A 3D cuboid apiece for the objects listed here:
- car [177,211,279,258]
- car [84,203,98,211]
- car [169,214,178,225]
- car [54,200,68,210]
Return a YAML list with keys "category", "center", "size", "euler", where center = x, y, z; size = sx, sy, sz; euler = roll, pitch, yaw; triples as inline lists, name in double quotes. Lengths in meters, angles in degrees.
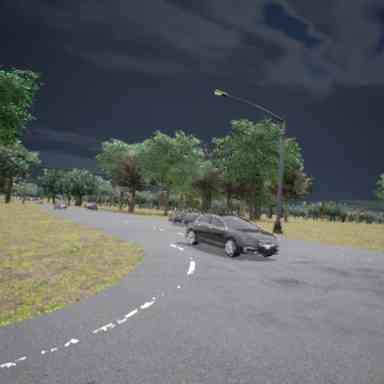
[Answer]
- category: "car"
  center: [1.461, 1.677, 13.698]
  size: [1.837, 1.490, 4.892]
  euler: [6, -3, -30]
- category: "car"
  center: [-19.864, 2.887, 65.332]
  size: [1.812, 1.442, 4.674]
  euler: [6, -4, -29]
- category: "car"
  center: [-0.260, 2.482, 30.818]
  size: [2.033, 1.411, 5.357]
  euler: [6, -3, -30]
- category: "car"
  center: [-21.339, 2.150, 54.205]
  size: [2.128, 1.511, 4.902]
  euler: [5, -3, -27]
